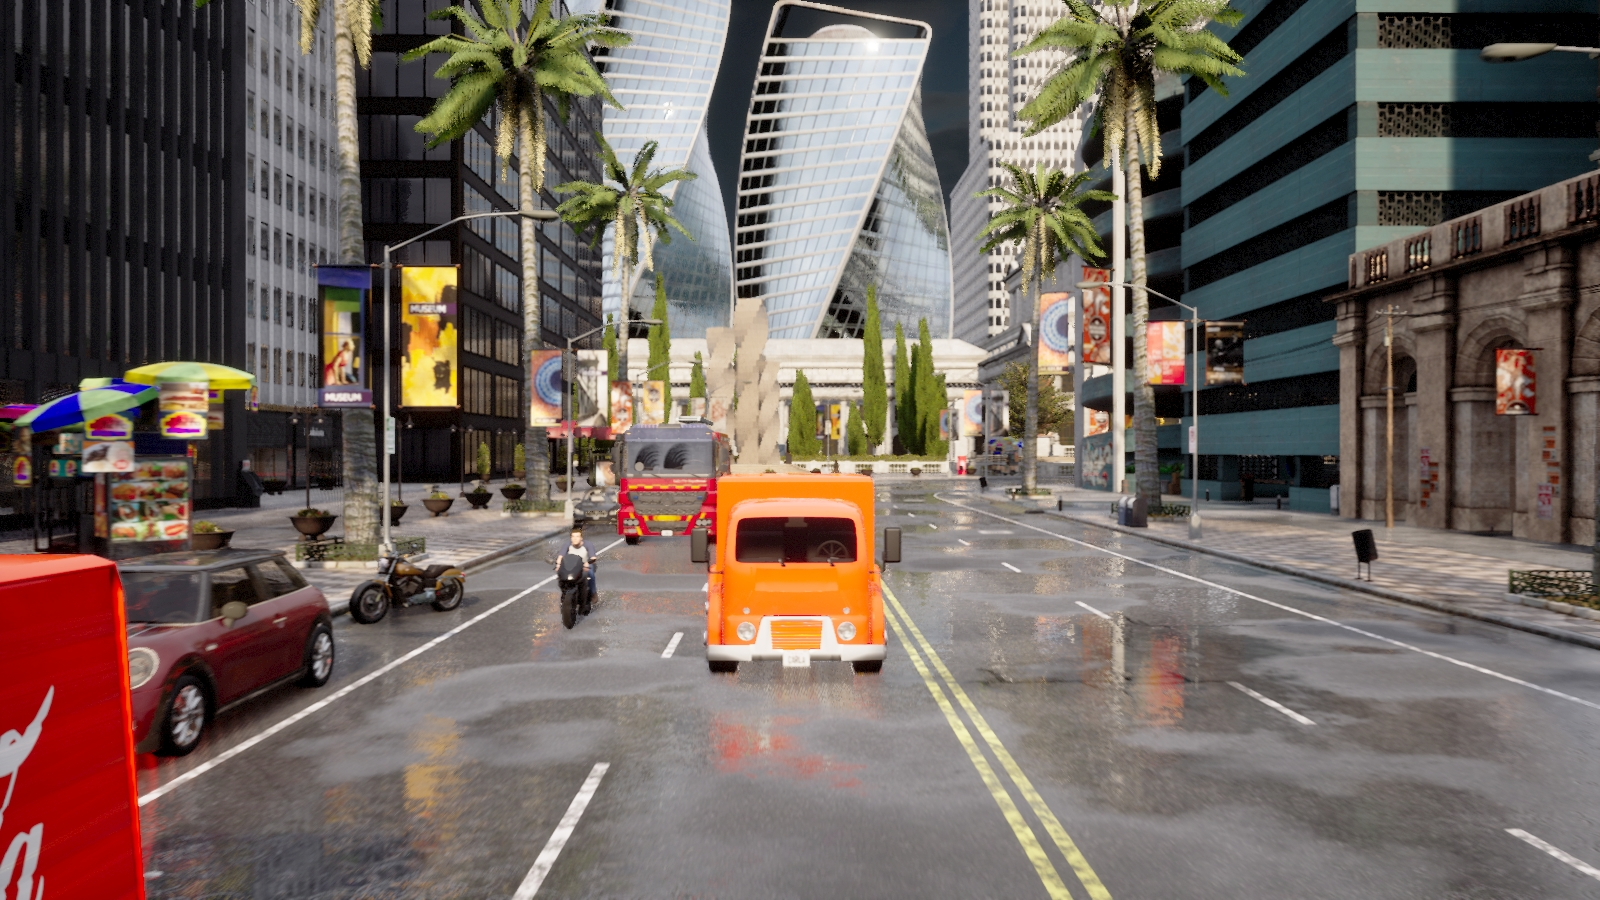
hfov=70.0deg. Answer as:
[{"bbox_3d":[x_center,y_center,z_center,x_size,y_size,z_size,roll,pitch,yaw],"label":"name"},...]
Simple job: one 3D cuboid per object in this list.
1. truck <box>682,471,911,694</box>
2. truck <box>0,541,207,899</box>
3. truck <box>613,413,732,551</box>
[{"bbox_3d":[-0.070,1.568,15.717,2.627,2.467,5.204,0,0,-1],"label":"truck"},{"bbox_3d":[-3.499,1.568,1.604,2.627,2.467,5.204,0,0,0],"label":"truck"},{"bbox_3d":[-3.794,0.890,35.993,2.891,3.827,8.468,0,0,-1],"label":"truck"}]
